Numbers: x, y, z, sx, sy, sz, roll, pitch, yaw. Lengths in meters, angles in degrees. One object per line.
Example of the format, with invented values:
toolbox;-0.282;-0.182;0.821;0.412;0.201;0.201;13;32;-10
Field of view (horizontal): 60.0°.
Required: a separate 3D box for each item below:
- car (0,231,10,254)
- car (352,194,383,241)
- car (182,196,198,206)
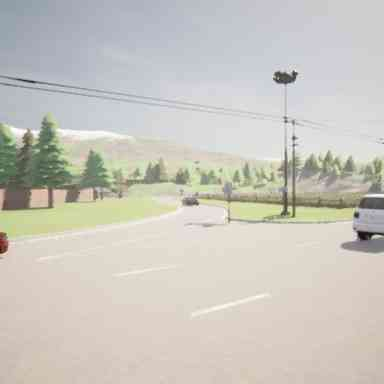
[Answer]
car;-8.134;1.486;9.789;1.882;1.535;5.008;0;0;37
car;9.347;1.111;14.702;5.566;2.045;2.150;0;0;-35
car;-0.333;1.367;51.736;1.994;1.385;4.181;0;0;-11
